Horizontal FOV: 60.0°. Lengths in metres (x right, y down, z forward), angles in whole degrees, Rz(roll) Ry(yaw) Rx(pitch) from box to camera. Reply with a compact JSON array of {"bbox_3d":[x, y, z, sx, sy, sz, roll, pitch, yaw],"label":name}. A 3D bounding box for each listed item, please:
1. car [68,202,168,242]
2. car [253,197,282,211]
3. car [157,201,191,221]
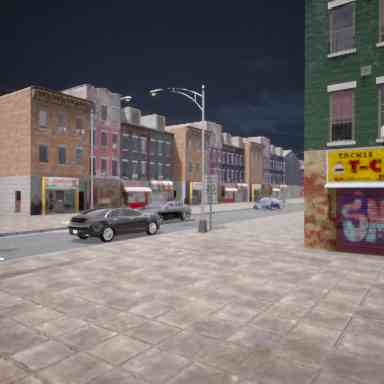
[{"bbox_3d":[-3.580,1.443,16.193,1.837,1.490,4.892,0,0,36],"label":"car"},{"bbox_3d":[8.727,1.322,38.225,1.812,1.442,4.674,0,0,36],"label":"car"},{"bbox_3d":[-1.992,1.383,23.296,2.128,1.511,4.902,0,0,36],"label":"car"}]
